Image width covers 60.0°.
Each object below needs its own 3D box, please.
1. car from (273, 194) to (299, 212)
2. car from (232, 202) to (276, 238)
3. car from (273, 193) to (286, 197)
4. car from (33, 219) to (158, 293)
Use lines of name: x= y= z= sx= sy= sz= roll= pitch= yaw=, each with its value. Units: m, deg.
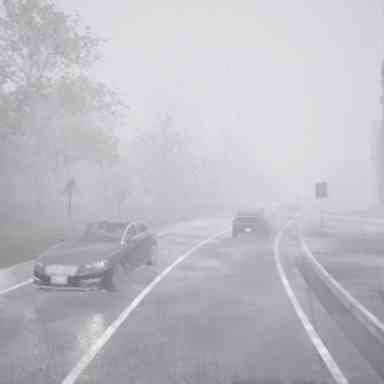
car: x=10.143 y=1.264 z=35.078 sx=1.812 sy=1.442 sz=4.674 roll=-2 pitch=1 yaw=23
car: x=3.400 y=1.550 z=18.174 sx=1.837 sy=1.490 sz=4.892 roll=-2 pitch=0 yaw=17
car: x=13.939 y=0.930 z=52.025 sx=1.837 sy=1.490 sz=4.892 roll=-2 pitch=1 yaw=24
car: x=-2.300 y=1.542 z=9.183 sx=2.128 sy=1.511 sz=4.902 roll=0 pitch=0 yaw=10
